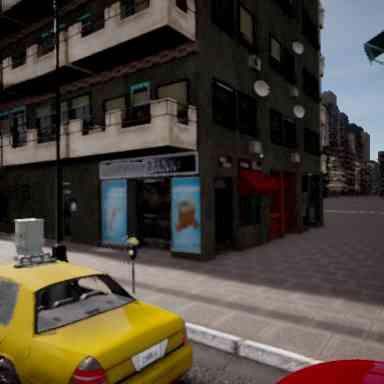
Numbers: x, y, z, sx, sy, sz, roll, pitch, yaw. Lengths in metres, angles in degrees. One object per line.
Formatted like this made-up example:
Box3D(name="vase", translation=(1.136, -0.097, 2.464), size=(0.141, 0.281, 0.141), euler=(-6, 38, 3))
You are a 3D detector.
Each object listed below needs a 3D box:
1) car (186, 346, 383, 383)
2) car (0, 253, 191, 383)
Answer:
Box3D(name="car", translation=(2.356, 1.547, 1.210), size=(4.507, 1.381, 1.887), euler=(0, -1, 36))
Box3D(name="car", translation=(-2.279, 1.519, 4.518), size=(4.829, 1.417, 1.752), euler=(0, -1, 36))
